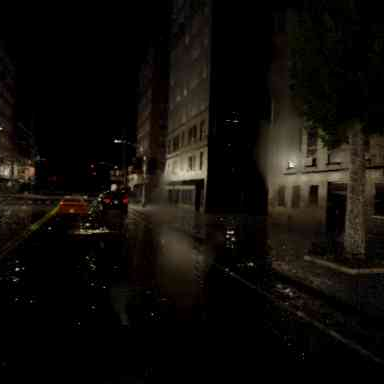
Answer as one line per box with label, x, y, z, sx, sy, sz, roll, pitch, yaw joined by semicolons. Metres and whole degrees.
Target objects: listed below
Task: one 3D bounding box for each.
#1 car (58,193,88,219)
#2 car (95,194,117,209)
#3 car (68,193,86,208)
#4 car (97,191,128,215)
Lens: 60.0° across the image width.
car;-8.944;1.105;25.061;1.882;1.535;5.008;2;0;-18
car;-10.223;1.053;39.318;2.128;1.511;4.902;2;0;-18
car;-13.442;0.914;39.043;1.882;1.535;5.008;2;0;-18
car;-7.001;0.916;29.653;2.150;2.045;5.566;2;0;-18
